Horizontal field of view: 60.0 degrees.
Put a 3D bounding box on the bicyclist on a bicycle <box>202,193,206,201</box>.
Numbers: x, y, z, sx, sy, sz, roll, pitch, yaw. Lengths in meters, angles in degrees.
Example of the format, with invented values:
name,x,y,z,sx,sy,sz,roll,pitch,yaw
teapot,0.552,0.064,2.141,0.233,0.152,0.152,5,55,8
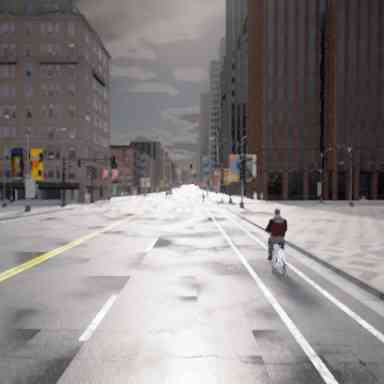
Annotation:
name,x,y,z,sx,sy,sz,roll,pitch,yaw
bicyclist on a bicycle,2.257,0.962,64.632,0.866,1.612,1.509,0,0,0

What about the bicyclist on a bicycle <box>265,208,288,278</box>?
name,x,y,z,sx,sy,sz,roll,pitch,yaw
bicyclist on a bicycle,2.252,1.295,8.993,0.659,1.776,1.843,0,1,0

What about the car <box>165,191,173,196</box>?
name,x,y,z,sx,sy,sz,roll,pitch,yaw
car,-6.492,0.431,94.159,1.837,1.490,4.892,0,0,0
